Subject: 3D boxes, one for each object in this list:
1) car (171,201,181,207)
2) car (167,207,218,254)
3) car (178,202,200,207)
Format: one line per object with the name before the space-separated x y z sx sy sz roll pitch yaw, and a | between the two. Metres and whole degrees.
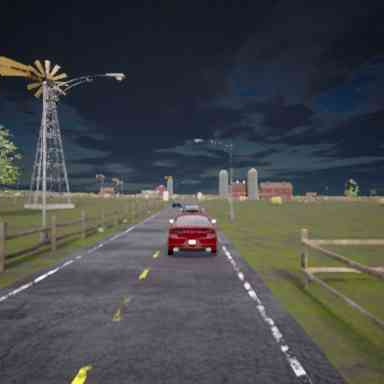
car | -2.743 2.253 60.808 1.895 1.301 4.718 0 -1 0
car | 0.034 1.633 14.234 1.882 1.535 5.008 0 0 1
car | 0.031 1.815 28.498 1.837 1.490 4.892 0 0 1
